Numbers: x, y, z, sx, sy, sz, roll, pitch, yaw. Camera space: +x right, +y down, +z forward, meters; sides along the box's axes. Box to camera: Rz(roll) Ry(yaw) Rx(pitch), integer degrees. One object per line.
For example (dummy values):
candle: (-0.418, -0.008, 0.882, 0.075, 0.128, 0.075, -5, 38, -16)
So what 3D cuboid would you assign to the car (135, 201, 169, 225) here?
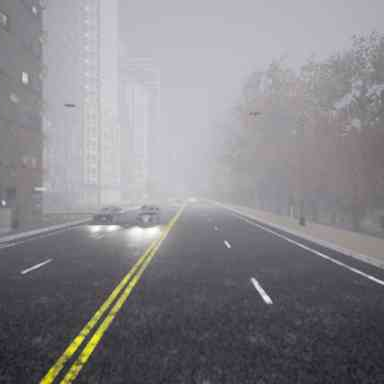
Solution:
car: (-3.287, 1.733, 26.292, 2.128, 1.511, 4.902, 0, -1, 0)

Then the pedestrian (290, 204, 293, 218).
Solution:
pedestrian: (8.990, 1.697, 29.968, 0.375, 1.300, 0.375, 0, 0, 0)

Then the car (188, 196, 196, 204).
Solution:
car: (-0.055, 2.020, 86.267, 2.150, 2.045, 5.566, 0, -1, 0)

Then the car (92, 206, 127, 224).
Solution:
car: (-6.531, 1.808, 26.711, 1.994, 1.385, 4.181, 0, -1, 1)

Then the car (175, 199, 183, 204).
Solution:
car: (-3.302, 2.363, 82.470, 1.895, 1.301, 4.718, 0, -1, 0)

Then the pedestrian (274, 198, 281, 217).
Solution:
pedestrian: (7.989, 1.428, 31.168, 0.375, 1.860, 0.375, 0, 0, 0)

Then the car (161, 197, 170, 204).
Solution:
car: (-6.553, 2.124, 82.530, 2.097, 1.767, 4.553, 0, -1, 0)

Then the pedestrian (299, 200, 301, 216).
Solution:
pedestrian: (9.990, 1.600, 30.569, 0.375, 1.860, 0.375, 0, 0, 0)

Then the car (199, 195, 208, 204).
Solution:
car: (3.194, 2.320, 86.236, 2.128, 1.511, 4.902, 0, -1, 0)
